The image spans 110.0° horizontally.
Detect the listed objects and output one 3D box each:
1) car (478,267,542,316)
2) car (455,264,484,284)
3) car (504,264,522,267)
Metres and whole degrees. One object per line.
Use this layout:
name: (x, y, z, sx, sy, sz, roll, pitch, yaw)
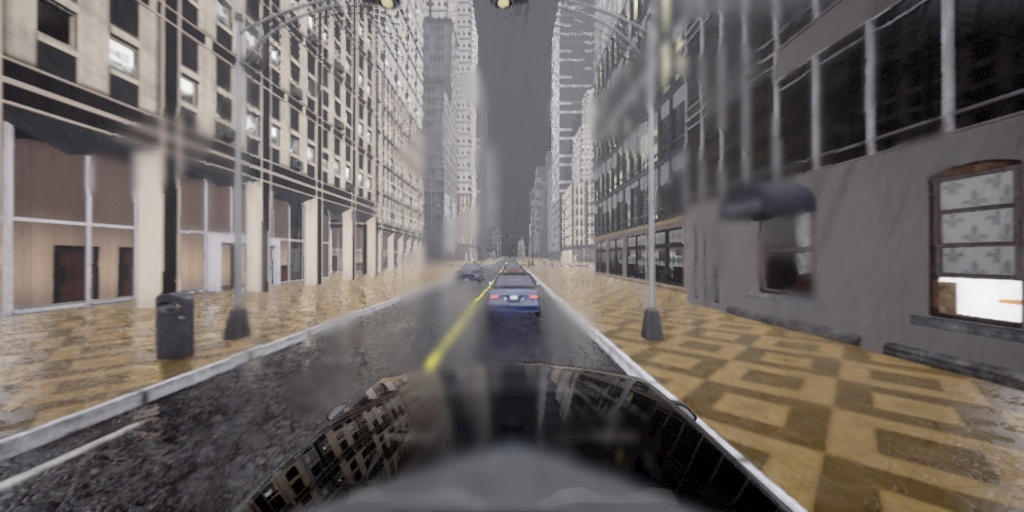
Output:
car: (0.084, 1.300, 13.340, 2.033, 1.411, 5.357, 0, 0, 0)
car: (-3.103, 1.301, 27.739, 2.033, 1.411, 5.357, 0, 0, 0)
car: (0.089, 1.354, 31.836, 1.895, 1.301, 4.718, 0, 0, 0)
